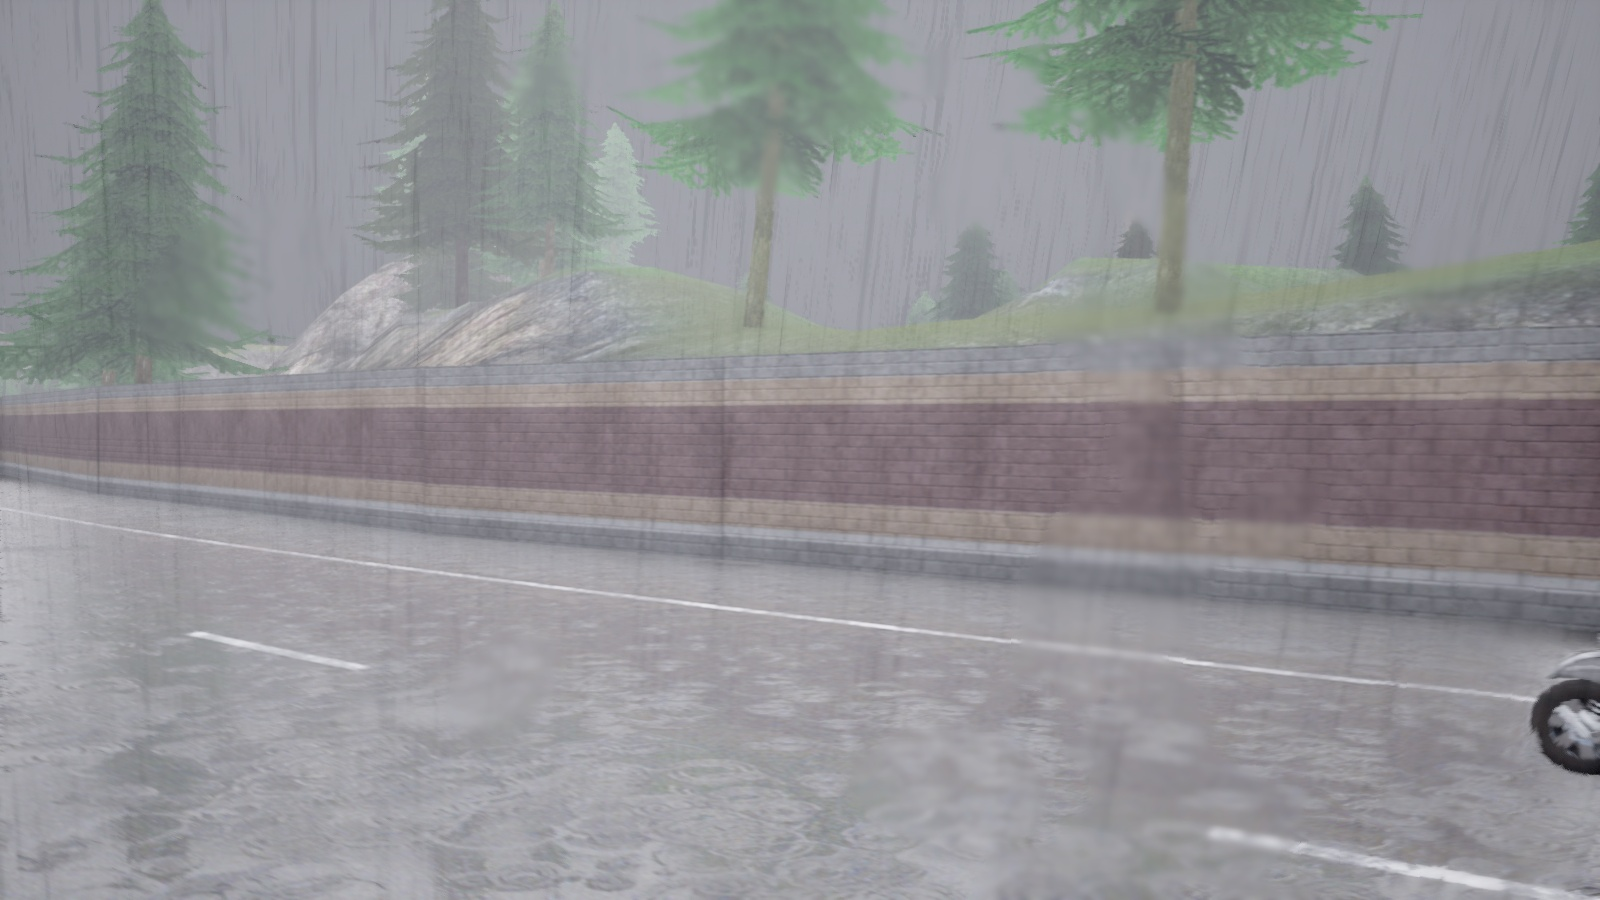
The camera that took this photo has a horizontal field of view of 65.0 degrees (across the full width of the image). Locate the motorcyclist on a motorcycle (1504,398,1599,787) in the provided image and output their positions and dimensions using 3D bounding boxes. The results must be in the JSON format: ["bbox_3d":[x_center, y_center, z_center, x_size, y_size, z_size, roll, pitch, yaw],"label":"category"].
[{"bbox_3d":[3.983,0.581,5.171,1.817,1.590,0.866,0,0,34],"label":"motorcyclist on a motorcycle"}]
